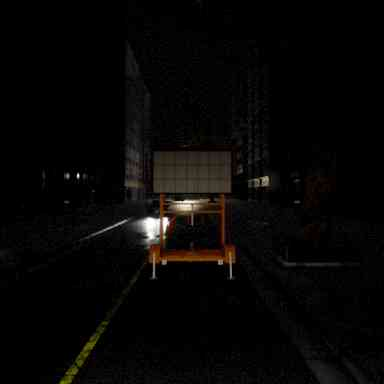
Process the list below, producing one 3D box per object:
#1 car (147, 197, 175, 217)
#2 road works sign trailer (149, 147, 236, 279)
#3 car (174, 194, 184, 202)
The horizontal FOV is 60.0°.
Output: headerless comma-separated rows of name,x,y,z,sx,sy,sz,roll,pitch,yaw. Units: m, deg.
car,-3.067,1.491,31.209,2.128,1.511,4.902,0,0,0
road works sign trailer,0.011,0.464,10.002,2.380,3.560,2.880,0,0,0
car,-2.918,1.348,74.429,2.097,1.767,4.553,0,0,0
